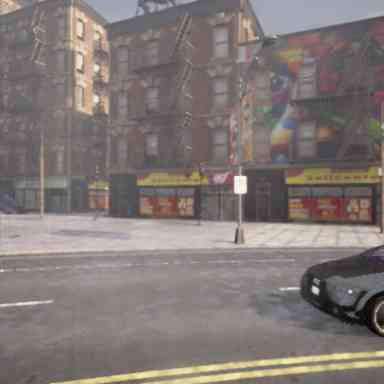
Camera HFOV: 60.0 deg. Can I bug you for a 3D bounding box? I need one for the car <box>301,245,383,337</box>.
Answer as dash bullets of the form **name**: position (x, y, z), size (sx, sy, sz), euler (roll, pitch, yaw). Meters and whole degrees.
- **car**: position (4.308, 1.669, 6.377), size (4.181, 1.385, 1.994), euler (0, -1, -4)
